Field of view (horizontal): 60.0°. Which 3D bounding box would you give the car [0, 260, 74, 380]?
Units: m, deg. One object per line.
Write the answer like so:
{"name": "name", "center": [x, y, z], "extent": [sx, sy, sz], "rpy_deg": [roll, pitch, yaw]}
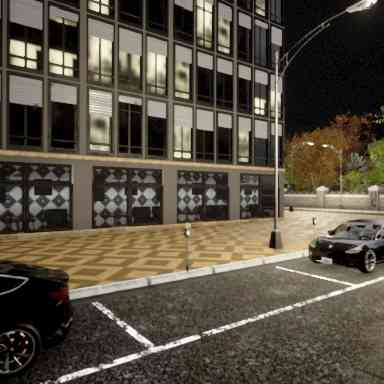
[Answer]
{"name": "car", "center": [-3.661, 1.566, 3.946], "extent": [4.313, 1.339, 1.947], "rpy_deg": [0, 0, -36]}

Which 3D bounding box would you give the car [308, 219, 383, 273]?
{"name": "car", "center": [5.569, 1.561, 10.632], "extent": [4.313, 1.339, 1.947], "rpy_deg": [0, 0, -36]}
